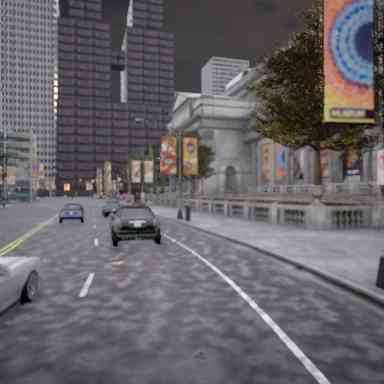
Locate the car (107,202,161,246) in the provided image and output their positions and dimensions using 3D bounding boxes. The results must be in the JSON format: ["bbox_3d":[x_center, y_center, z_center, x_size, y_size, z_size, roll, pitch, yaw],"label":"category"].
[{"bbox_3d":[-2.814,1.400,15.898,2.097,1.767,4.553,0,0,-15],"label":"car"}]

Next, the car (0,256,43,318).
[{"bbox_3d":[-4.016,1.635,5.246,1.895,1.301,4.718,0,0,-6],"label":"car"}]

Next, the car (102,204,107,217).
[{"bbox_3d":[-7.911,1.677,33.329,1.994,1.385,4.181,0,0,-17],"label":"car"}]

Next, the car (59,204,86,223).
[{"bbox_3d":[-9.663,1.658,27.038,2.033,1.411,5.357,0,0,-17],"label":"car"}]
